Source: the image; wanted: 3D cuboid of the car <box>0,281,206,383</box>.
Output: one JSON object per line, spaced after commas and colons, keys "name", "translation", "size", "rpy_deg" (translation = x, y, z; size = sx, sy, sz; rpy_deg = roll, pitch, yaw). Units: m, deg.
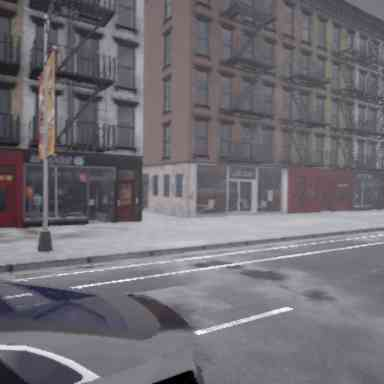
{"name": "car", "translation": [-2.202, 1.427, 1.837], "size": [4.902, 1.511, 2.128], "rpy_deg": [0, 1, -32]}
